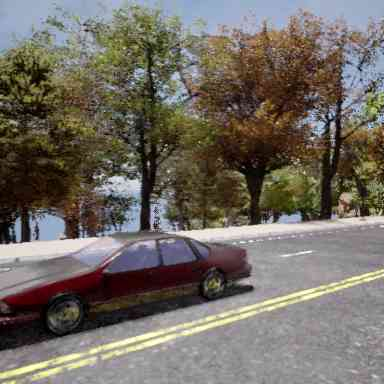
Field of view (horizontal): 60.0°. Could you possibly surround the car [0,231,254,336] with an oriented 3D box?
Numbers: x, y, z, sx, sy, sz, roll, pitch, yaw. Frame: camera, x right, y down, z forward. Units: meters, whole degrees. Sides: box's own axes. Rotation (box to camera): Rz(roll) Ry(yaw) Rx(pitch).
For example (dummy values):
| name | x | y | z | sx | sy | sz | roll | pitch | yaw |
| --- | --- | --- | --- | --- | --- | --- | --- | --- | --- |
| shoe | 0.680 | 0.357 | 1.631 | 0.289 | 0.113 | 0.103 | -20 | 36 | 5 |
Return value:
| name | x | y | z | sx | sy | sz | roll | pitch | yaw |
| --- | --- | --- | --- | --- | --- | --- | --- | --- | --- |
| car | -1.138 | 1.561 | 6.868 | 5.357 | 1.411 | 2.033 | 0 | 0 | -35 |
